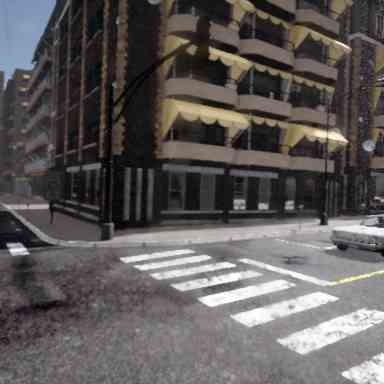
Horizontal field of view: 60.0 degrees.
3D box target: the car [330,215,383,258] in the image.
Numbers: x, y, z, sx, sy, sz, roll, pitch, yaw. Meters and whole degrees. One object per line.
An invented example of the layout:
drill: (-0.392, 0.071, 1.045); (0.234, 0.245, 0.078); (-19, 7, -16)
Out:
car: (7.271, 1.545, 12.394); (4.718, 1.301, 1.895); (1, 1, -33)
